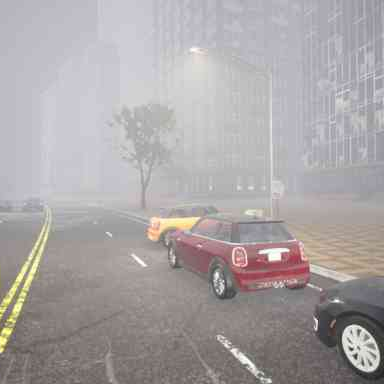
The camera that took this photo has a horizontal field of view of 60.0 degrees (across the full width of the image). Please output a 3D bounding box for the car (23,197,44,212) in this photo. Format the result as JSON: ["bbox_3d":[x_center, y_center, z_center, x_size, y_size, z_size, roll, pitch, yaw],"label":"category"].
[{"bbox_3d":[-18.746,1.393,39.392,2.097,1.767,4.553,0,0,-24],"label":"car"}]

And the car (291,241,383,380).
[{"bbox_3d":[3.629,1.505,3.334,1.837,1.490,4.892,0,0,-35],"label":"car"}]

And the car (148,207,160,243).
[{"bbox_3d":[0.421,1.276,14.379,4.553,1.767,2.097,-3,1,-18],"label":"car"}]

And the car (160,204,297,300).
[{"bbox_3d":[0.905,1.355,8.810,2.097,1.767,4.553,0,0,-22],"label":"car"}]

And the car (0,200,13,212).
[{"bbox_3d":[-21.705,1.602,38.048,1.994,1.385,4.181,0,0,-24],"label":"car"}]
